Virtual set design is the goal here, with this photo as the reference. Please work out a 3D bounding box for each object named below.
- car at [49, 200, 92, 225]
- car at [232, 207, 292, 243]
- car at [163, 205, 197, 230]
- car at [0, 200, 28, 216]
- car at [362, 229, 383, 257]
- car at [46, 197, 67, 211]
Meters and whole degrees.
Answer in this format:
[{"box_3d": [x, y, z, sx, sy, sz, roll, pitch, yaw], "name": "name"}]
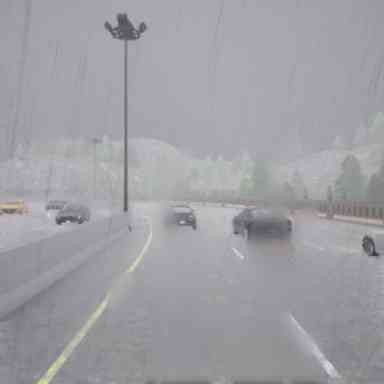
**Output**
[{"box_3d": [-8.509, 1.568, 24.326, 2.033, 1.411, 5.357, 0, 0, -10], "name": "car"}, {"box_3d": [3.209, 1.481, 16.058, 1.882, 1.535, 5.008, 0, 0, -4], "name": "car"}, {"box_3d": [-0.816, 1.535, 21.102, 1.812, 1.442, 4.674, 0, 0, -7], "name": "car"}, {"box_3d": [-18.012, 1.536, 33.856, 1.882, 1.535, 5.008, 0, 0, -18], "name": "car"}, {"box_3d": [7.017, 1.525, 9.930, 1.812, 1.442, 4.674, 0, 0, -1], "name": "car"}, {"box_3d": [-16.857, 1.644, 41.066, 1.994, 1.385, 4.181, 0, 0, -22], "name": "car"}]
